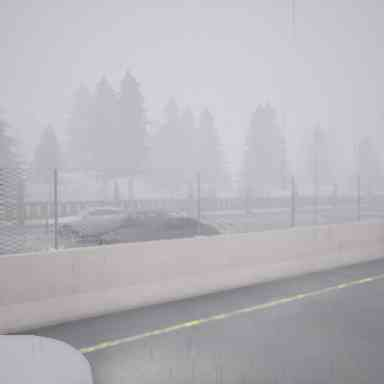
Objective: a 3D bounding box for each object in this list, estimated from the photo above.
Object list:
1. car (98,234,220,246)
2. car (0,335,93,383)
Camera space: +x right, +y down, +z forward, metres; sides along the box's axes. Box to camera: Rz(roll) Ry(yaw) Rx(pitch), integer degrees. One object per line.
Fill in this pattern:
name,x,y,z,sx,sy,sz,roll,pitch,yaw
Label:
car,-1.027,1.513,11.236,4.181,1.385,1.994,-1,0,-31
car,-2.883,1.537,1.705,4.674,1.442,1.812,-1,0,-31
